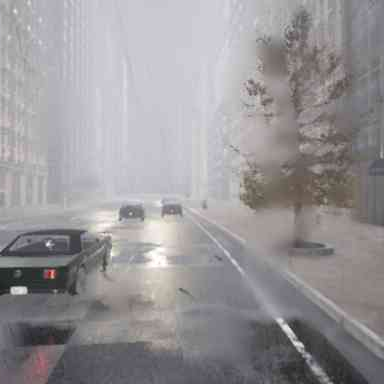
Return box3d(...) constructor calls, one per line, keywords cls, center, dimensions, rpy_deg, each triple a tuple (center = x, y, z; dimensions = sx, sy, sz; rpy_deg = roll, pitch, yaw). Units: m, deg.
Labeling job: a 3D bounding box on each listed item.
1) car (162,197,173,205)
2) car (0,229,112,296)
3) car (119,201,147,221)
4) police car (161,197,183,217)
box3d(cls="car", center=(-4.653, 1.575, 62.137), dimensions=(1.994, 1.385, 4.181), rpy_deg=(0, 0, -5))
box3d(cls="car", center=(-3.387, 1.597, 8.583), dimensions=(1.895, 1.301, 4.718), rpy_deg=(0, 0, -2))
box3d(cls="car", center=(-4.705, 1.465, 26.860), dimensions=(1.882, 1.535, 5.008), rpy_deg=(0, 0, -5))
box3d(cls="police car", center=(-1.884, 1.438, 30.963), dimensions=(1.930, 1.638, 5.238), rpy_deg=(0, 0, -5))
